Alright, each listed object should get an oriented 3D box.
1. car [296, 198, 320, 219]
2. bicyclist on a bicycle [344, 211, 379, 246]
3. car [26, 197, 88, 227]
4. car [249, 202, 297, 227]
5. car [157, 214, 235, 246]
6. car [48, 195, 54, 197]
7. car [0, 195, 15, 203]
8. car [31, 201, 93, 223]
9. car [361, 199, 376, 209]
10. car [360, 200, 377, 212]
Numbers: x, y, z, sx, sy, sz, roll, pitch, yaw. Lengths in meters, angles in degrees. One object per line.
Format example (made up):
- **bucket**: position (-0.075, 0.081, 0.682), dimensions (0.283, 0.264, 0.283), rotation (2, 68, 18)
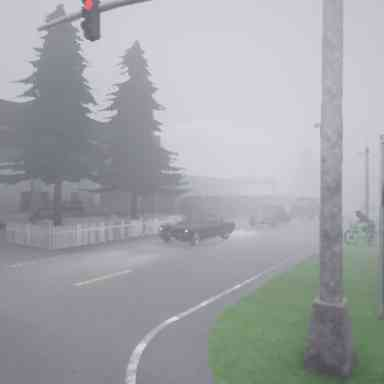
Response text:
- **car**: position (11.818, 1.604, 34.078), dimensions (2.150, 2.045, 5.566), rotation (0, 0, 34)
- **bicyclist on a bicycle**: position (8.201, 1.744, 15.980), dimensions (1.656, 1.620, 0.582), rotation (0, 0, 34)
- **car**: position (-9.024, 1.483, 22.661), dimensions (1.905, 1.878, 3.866), rotation (0, 0, 33)
- **car**: position (6.038, 1.797, 25.492), dimensions (2.128, 1.511, 4.902), rotation (0, 0, 34)
- **car**: position (0.334, 1.830, 16.997), dimensions (1.895, 1.301, 4.718), rotation (0, 0, 34)
- **car**: position (-31.339, 1.474, 73.922), dimensions (3.633, 1.501, 1.845), rotation (0, 0, 33)
- **car**: position (-36.855, 1.378, 65.590), dimensions (4.514, 1.523, 2.007), rotation (0, 0, 33)
- **car**: position (-11.380, 1.653, 29.393), dimensions (2.242, 1.667, 4.611), rotation (0, 0, 33)
- **car**: position (30.960, 2.103, 58.523), dimensions (1.882, 1.535, 5.008), rotation (0, 0, 23)
- **car**: position (25.150, 2.087, 47.381), dimensions (2.033, 1.411, 5.357), rotation (0, 0, 33)
